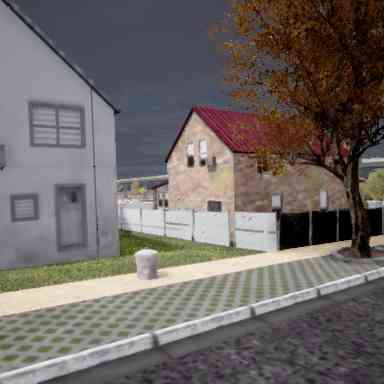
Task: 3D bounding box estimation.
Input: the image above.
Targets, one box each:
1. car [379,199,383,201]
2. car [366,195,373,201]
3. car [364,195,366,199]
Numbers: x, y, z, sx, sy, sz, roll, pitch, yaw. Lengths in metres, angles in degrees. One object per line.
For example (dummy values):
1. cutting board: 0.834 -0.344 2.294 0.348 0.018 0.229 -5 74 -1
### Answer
1. car: 35.185 1.545 59.109 2.097 1.767 4.553 -2 0 0
2. car: 38.568 1.440 74.916 2.097 1.767 4.553 -2 0 0
3. car: 32.004 1.811 66.249 1.882 1.535 5.008 -2 0 0
